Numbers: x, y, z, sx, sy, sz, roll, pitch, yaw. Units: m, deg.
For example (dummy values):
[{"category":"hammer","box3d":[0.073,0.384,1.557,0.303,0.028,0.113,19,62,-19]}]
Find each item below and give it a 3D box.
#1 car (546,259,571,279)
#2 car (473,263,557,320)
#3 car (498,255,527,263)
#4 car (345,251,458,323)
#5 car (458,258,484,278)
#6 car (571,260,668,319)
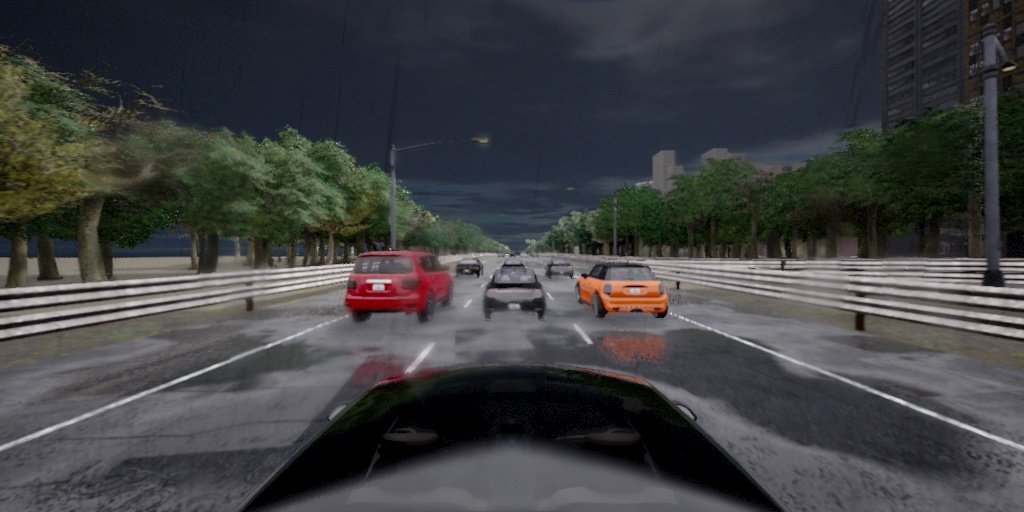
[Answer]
[{"category":"car","box3d":[3.599,0.957,27.987,2.128,1.511,4.902,0,1,0]},{"category":"car","box3d":[0.087,1.144,12.123,2.128,1.511,4.902,0,0,0]},{"category":"car","box3d":[0.100,0.957,27.964,2.128,1.511,4.902,0,1,0]},{"category":"car","box3d":[-3.414,0.877,11.891,2.150,2.045,5.566,0,0,0]},{"category":"car","box3d":[-3.396,0.922,29.530,1.882,1.535,5.008,0,1,0]},{"category":"car","box3d":[3.587,1.002,12.537,2.097,1.767,4.553,0,1,0]}]
